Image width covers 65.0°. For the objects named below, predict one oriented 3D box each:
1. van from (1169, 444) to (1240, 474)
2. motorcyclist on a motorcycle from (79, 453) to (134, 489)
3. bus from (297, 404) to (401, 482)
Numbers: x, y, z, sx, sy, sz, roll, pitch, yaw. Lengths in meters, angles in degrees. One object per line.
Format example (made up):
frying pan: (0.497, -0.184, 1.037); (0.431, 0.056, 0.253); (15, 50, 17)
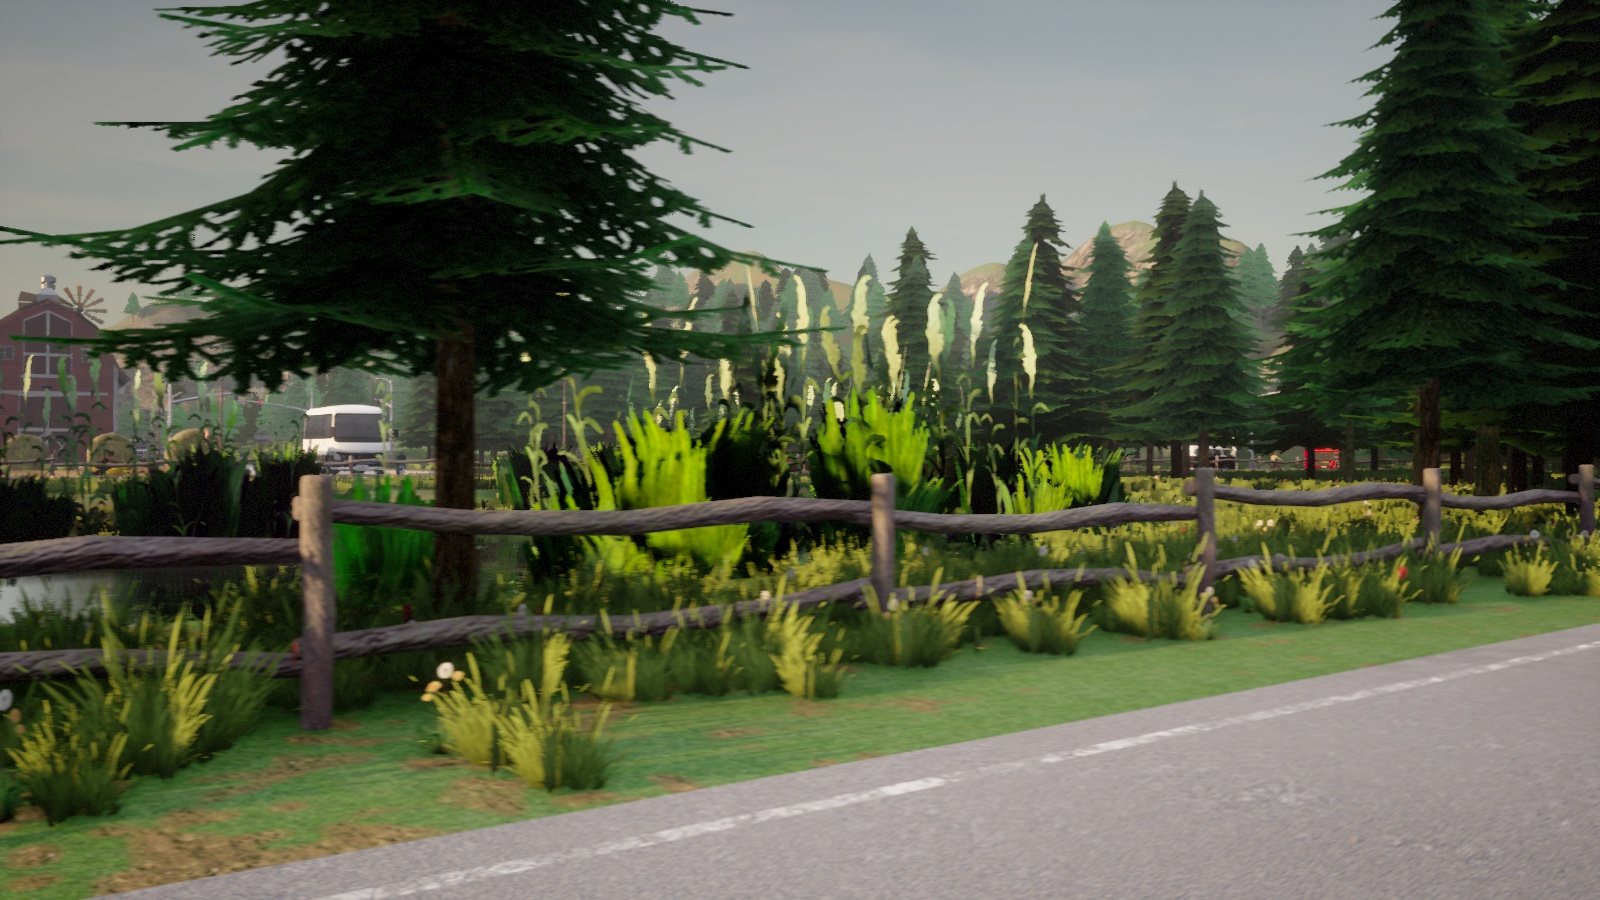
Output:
van: (27.484, 0.594, 85.332); (4.480, 2.038, 2.069); (0, 0, -29)
motorcyclist on a motorcycle: (-29.878, 0.890, 54.148); (2.044, 1.523, 0.797); (0, 0, -28)
bus: (-26.819, -0.391, 74.227); (3.944, 4.253, 10.273); (0, 0, -31)
